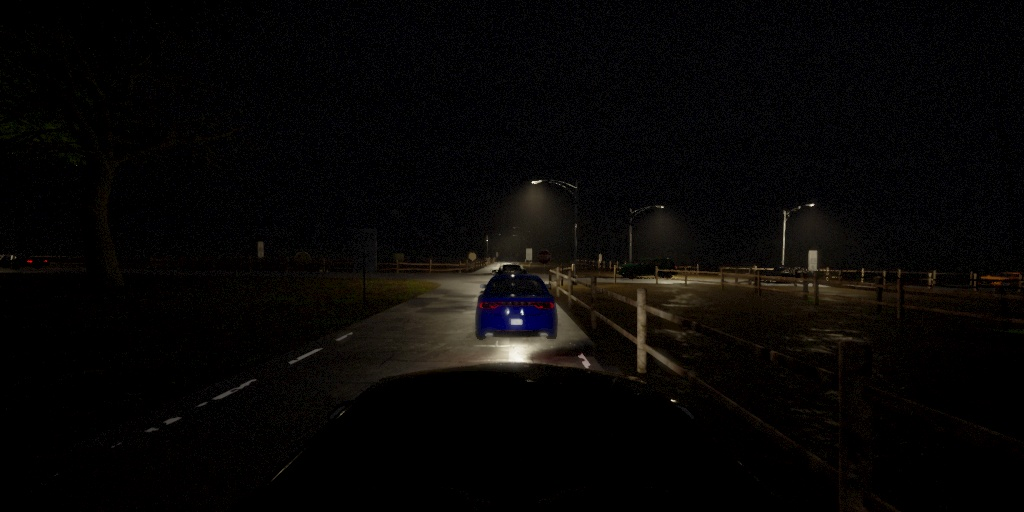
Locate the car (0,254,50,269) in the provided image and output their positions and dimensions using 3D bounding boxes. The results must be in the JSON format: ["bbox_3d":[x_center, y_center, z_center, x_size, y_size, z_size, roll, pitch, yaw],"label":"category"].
[{"bbox_3d":[-47.791,0.522,34.291,5.357,1.411,2.033,1,1,0],"label":"car"}]

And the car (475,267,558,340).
[{"bbox_3d":[0.104,1.222,9.945,1.882,1.535,5.008,0,0,0],"label":"car"}]

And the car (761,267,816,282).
[{"bbox_3d":[26.665,1.784,34.778,4.892,1.490,1.837,1,1,0],"label":"car"}]

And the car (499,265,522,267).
[{"bbox_3d":[-0.109,1.238,21.454,1.837,1.490,4.892,0,0,-3],"label":"car"}]

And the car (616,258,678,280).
[{"bbox_3d":[13.026,1.197,34.713,5.566,2.045,2.150,1,1,1],"label":"car"}]

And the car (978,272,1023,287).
[{"bbox_3d":[48.254,2.315,34.821,5.008,1.535,1.882,2,1,0],"label":"car"}]
